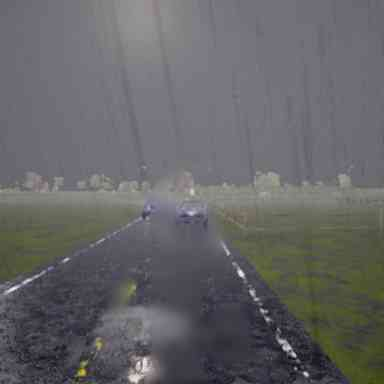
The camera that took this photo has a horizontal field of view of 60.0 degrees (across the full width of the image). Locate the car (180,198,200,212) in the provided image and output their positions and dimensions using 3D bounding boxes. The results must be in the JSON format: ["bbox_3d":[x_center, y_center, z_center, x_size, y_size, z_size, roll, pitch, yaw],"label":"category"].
[{"bbox_3d":[-0.283,1.471,38.923,2.128,1.511,4.902,0,0,-1],"label":"car"}]

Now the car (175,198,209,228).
[{"bbox_3d":[-0.037,1.345,22.141,2.097,1.767,4.553,0,0,-1],"label":"car"}]

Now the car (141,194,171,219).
[{"bbox_3d":[-3.065,1.211,29.218,2.150,2.045,5.566,0,0,-1],"label":"car"}]
